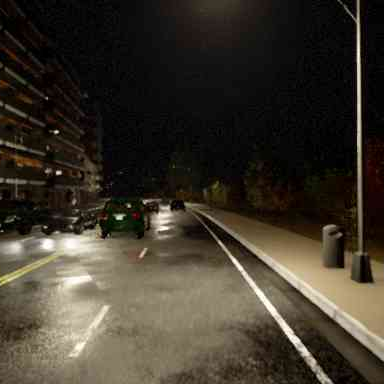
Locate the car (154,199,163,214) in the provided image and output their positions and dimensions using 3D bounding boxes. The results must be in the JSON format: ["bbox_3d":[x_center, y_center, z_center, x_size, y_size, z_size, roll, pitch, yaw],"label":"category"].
[{"bbox_3d":[-4.773,1.834,39.157,2.033,1.411,5.357,0,0,-4],"label":"car"}]

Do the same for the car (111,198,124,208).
[{"bbox_3d":[-13.515,1.971,60.602,1.882,1.535,5.008,0,0,-6],"label":"car"}]

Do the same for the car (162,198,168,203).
[{"bbox_3d":[-6.543,2.069,81.234,2.033,1.411,5.357,-1,0,-10],"label":"car"}]

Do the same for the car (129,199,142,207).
[{"bbox_3d":[-10.280,2.013,61.049,2.033,1.411,5.357,-1,0,-6],"label":"car"}]

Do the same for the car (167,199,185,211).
[{"bbox_3d":[-1.991,1.771,44.984,1.882,1.535,5.008,0,0,-5],"label":"car"}]

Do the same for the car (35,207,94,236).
[{"bbox_3d":[-7.141,1.740,20.005,2.033,1.411,5.357,-1,0,-2],"label":"car"}]

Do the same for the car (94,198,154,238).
[{"bbox_3d":[-3.642,1.377,18.858,2.150,2.045,5.566,0,0,-2],"label":"car"}]

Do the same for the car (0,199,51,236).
[{"bbox_3d":[-10.417,1.448,20.445,2.150,2.045,5.566,0,0,-2],"label":"car"}]
